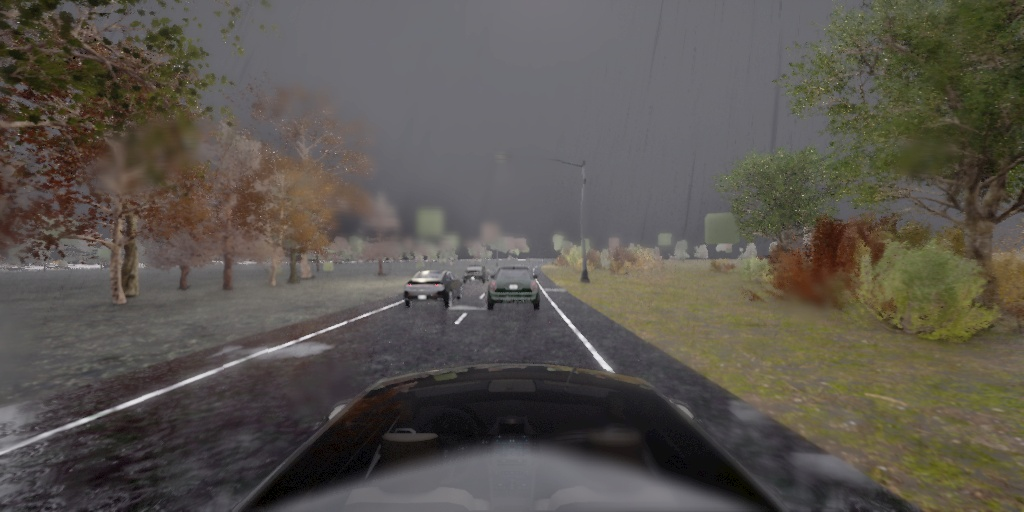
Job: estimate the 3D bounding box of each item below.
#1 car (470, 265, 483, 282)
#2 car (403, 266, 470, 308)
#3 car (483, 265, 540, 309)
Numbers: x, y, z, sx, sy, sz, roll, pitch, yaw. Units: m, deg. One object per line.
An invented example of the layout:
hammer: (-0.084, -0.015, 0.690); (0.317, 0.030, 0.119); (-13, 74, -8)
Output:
car: (-3.065, 1.542, 31.191); (1.837, 1.490, 4.892); (0, 0, 2)
car: (-3.404, 1.382, 16.169); (2.128, 1.511, 4.902); (0, 0, 1)
car: (0.091, 1.236, 15.906); (2.097, 1.767, 4.553); (0, -1, 1)
